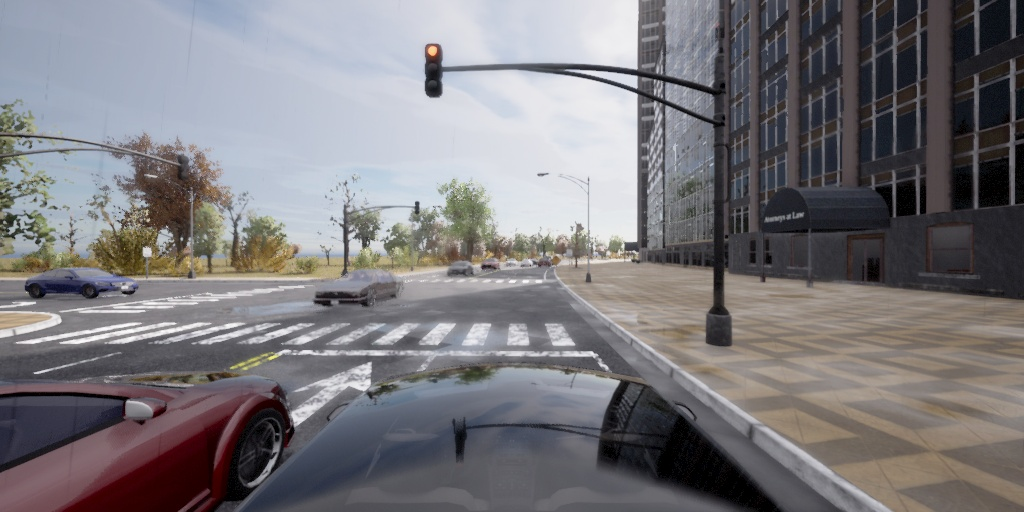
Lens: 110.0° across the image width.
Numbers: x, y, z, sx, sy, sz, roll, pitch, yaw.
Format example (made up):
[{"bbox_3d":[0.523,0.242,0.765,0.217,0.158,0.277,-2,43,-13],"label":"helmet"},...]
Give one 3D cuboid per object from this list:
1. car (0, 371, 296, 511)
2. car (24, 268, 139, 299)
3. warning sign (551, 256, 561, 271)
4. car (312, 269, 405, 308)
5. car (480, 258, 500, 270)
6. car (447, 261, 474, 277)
[{"bbox_3d":[-3.108,1.314,1.797,1.994,1.385,4.181,0,0,0],"label":"car"},{"bbox_3d":[-21.665,1.321,18.076,4.674,1.442,1.812,0,0,4],"label":"car"},{"bbox_3d":[5.419,0.863,43.943,1.300,1.860,1.060,0,0,7],"label":"warning sign"},{"bbox_3d":[-6.288,1.293,15.576,2.033,1.411,5.357,0,0,2],"label":"car"},{"bbox_3d":[-3.084,1.096,51.320,2.097,1.767,4.553,0,0,8],"label":"car"},{"bbox_3d":[-4.970,1.248,35.120,1.837,1.490,4.892,0,0,6],"label":"car"}]
